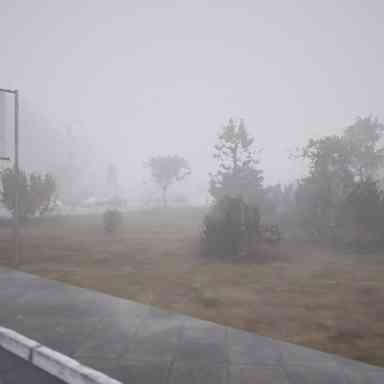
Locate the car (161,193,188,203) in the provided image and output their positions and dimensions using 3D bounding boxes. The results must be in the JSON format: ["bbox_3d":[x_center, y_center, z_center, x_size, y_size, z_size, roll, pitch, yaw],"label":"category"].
[{"bbox_3d":[-2.734,1.072,59.141,2.097,1.767,4.553,0,1,38],"label":"car"}]

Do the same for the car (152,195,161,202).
[{"bbox_3d":[-5.963,1.242,60.696,1.837,1.490,4.892,0,1,38],"label":"car"}]

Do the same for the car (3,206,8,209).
[{"bbox_3d":[-20.776,1.525,42.137,2.033,1.411,5.357,0,0,39],"label":"car"}]

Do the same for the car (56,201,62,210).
[{"bbox_3d":[-17.998,1.505,40.005,1.812,1.442,4.674,0,0,39],"label":"car"}]

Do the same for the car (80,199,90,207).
[{"bbox_3d":[-14.482,1.448,50.040,1.812,1.442,4.674,0,1,39],"label":"car"}]

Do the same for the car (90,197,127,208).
[{"bbox_3d":[-11.664,1.401,47.952,1.882,1.535,5.008,0,1,39],"label":"car"}]
